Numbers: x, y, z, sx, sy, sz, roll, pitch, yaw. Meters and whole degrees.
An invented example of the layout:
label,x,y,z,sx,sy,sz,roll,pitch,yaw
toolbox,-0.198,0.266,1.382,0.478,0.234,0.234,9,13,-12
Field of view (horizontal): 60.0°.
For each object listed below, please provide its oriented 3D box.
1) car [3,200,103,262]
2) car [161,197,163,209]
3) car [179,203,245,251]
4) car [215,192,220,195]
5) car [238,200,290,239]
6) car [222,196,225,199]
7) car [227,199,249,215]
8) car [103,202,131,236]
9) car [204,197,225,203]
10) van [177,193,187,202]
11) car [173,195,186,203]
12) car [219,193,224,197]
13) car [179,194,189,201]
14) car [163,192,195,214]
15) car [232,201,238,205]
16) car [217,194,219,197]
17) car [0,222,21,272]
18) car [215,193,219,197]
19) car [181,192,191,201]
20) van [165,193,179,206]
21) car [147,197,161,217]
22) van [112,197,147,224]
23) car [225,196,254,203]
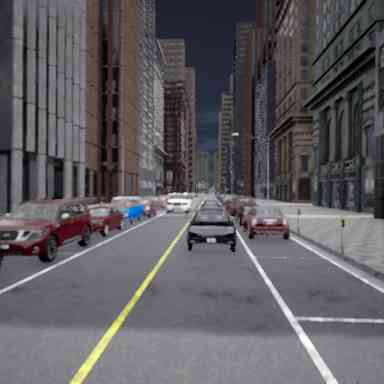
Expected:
label,x,y,z,sx,sy,sz,roll,pitch,yaw
car,-5.170,1.226,11.925,2.192,1.841,5.009,0,0,3
car,-3.604,1.272,40.066,1.967,1.590,4.097,0,0,3
car,0.817,1.452,13.972,2.128,1.511,4.902,1,0,3
car,7.727,1.369,90.249,1.802,1.307,4.206,0,0,3
car,3.655,1.417,17.090,1.967,1.590,4.097,0,0,3
car,4.908,1.479,39.601,1.947,1.339,4.313,0,0,3
car,4.594,1.474,33.974,1.887,1.381,4.507,0,0,3
car,-4.858,1.440,17.554,1.887,1.381,4.507,0,0,3
car,1.708,1.479,29.994,1.994,1.385,4.181,1,0,3
van,-2.036,1.100,68.205,1.690,1.788,3.998,0,0,3
car,-2.351,1.323,62.577,2.008,1.369,4.403,0,0,3
car,5.535,1.322,50.855,1.967,1.590,4.097,0,0,3
car,-1.724,1.185,73.833,1.967,1.590,4.097,0,0,3
car,-1.248,1.099,33.749,2.150,2.045,5.566,1,0,4
car,3.967,1.527,22.718,1.947,1.339,4.313,0,0,3
car,6.161,1.419,62.111,1.947,1.339,4.313,0,0,3
car,-5.485,1.493,6.298,1.947,1.339,4.313,0,0,3
car,7.101,1.396,78.994,1.802,1.307,4.206,0,0,3
car,-1.410,1.047,79.461,2.192,1.841,5.009,0,0,3
van,-2.976,1.142,51.321,1.690,1.788,3.998,0,0,3
car,-4.230,1.304,28.810,1.967,1.590,4.097,0,0,3
van,-4.543,1.220,23.182,1.690,1.788,3.998,0,0,3
car,4.282,1.260,28.345,2.192,1.841,5.009,0,0,3
